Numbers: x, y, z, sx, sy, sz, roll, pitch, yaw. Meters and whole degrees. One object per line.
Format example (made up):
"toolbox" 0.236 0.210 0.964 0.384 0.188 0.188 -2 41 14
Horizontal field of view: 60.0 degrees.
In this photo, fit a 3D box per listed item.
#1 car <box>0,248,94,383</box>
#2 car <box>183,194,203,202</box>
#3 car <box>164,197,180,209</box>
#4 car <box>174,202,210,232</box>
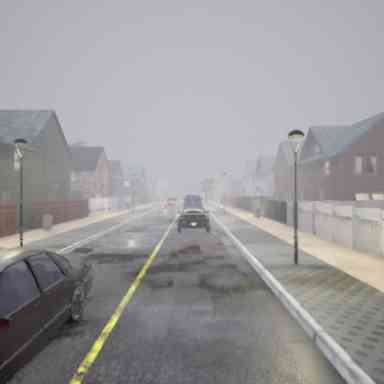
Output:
"car" -2.852 1.547 4.399 2.033 1.411 5.357 0 0 0
"car" 0.092 1.297 39.099 2.150 2.045 5.566 0 0 0
"car" -2.760 1.477 47.125 2.097 1.767 4.553 0 0 0
"car" 0.083 1.545 20.070 1.812 1.442 4.674 0 0 0
